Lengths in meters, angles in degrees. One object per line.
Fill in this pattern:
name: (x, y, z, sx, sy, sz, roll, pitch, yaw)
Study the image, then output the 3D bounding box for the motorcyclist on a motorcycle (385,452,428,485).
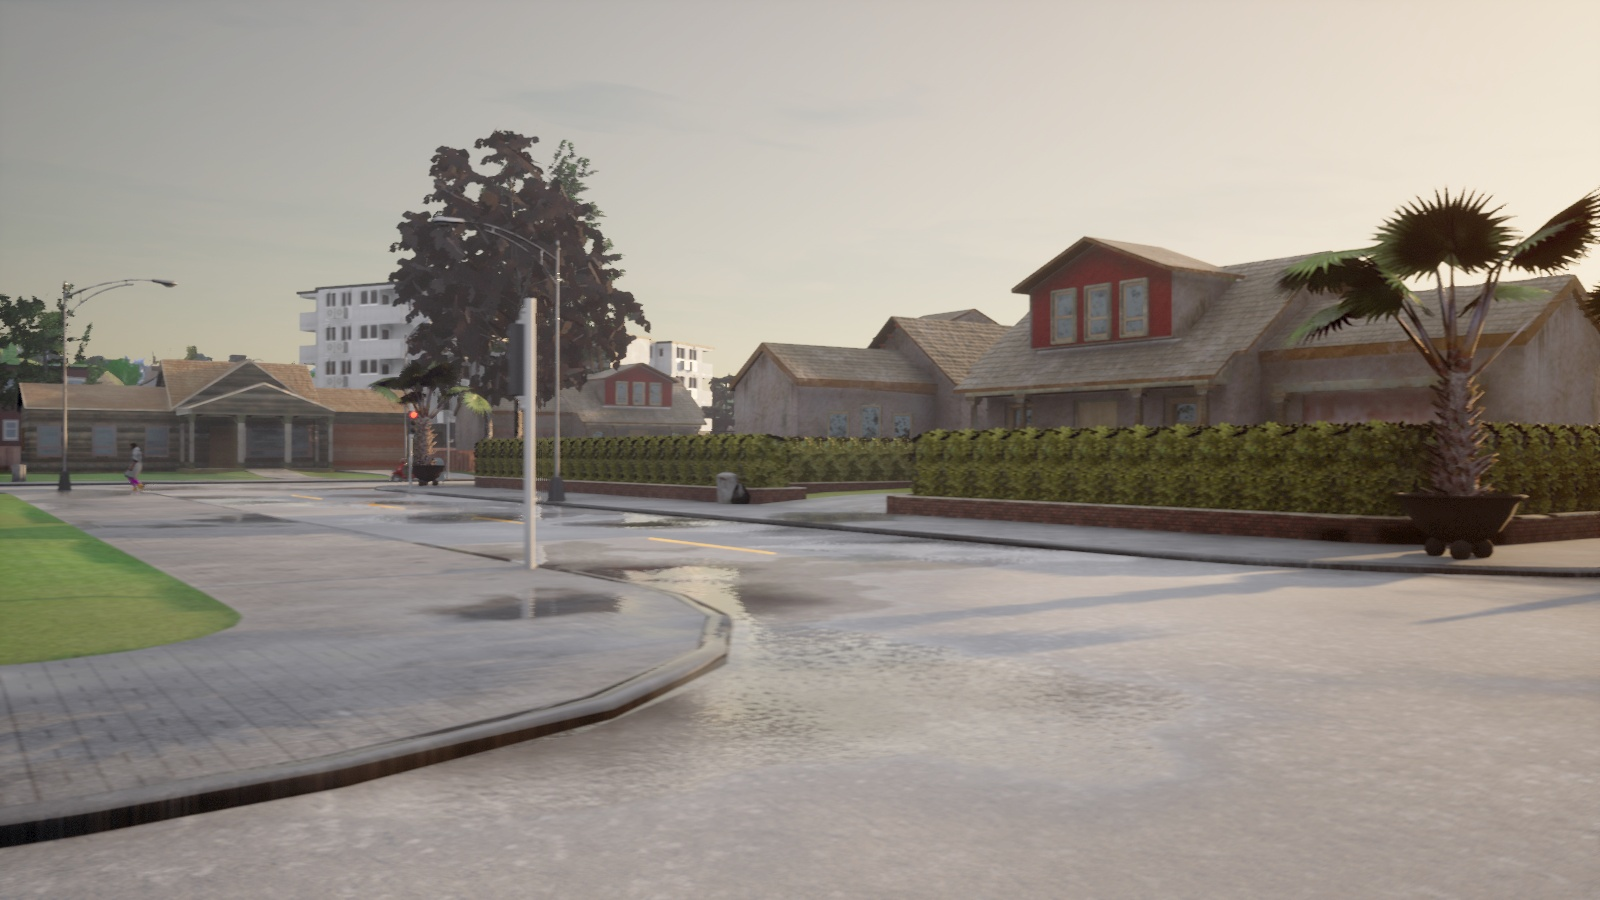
motorcyclist on a motorcycle: (-19.120, 0.885, 61.057, 1.817, 1.590, 0.866, 0, 0, -35)

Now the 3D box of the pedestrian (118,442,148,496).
pedestrian: (-24.158, 0.688, 45.495, 0.873, 1.952, 0.659, 0, 0, -17)
